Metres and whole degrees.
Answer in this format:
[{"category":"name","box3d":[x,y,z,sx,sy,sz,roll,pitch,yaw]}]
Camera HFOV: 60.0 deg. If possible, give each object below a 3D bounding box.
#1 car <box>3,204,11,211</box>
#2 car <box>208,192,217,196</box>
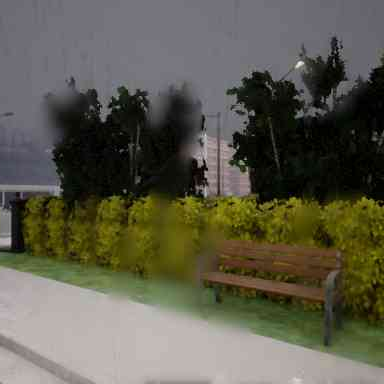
[{"category":"car","box3d":[-18.867,1.498,38.793,2.033,1.411,5.357,0,0,35]},{"category":"car","box3d":[3.210,0.824,64.095,1.812,1.442,4.674,0,1,35]}]
